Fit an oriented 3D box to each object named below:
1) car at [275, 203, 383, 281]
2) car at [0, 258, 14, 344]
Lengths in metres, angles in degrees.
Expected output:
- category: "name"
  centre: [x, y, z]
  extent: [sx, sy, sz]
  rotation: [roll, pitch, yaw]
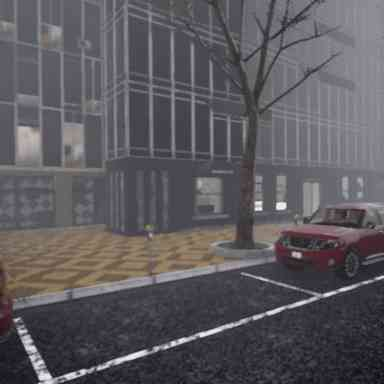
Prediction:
- category: "car"
  centre: [4.706, 1.270, 9.912]
  extent: [5.009, 1.841, 2.192]
  rotation: [0, 0, -35]
- category: "car"
  centre: [-4.579, 1.324, 3.304]
  extent: [5.009, 1.841, 2.192]
  rotation: [0, 0, -35]
